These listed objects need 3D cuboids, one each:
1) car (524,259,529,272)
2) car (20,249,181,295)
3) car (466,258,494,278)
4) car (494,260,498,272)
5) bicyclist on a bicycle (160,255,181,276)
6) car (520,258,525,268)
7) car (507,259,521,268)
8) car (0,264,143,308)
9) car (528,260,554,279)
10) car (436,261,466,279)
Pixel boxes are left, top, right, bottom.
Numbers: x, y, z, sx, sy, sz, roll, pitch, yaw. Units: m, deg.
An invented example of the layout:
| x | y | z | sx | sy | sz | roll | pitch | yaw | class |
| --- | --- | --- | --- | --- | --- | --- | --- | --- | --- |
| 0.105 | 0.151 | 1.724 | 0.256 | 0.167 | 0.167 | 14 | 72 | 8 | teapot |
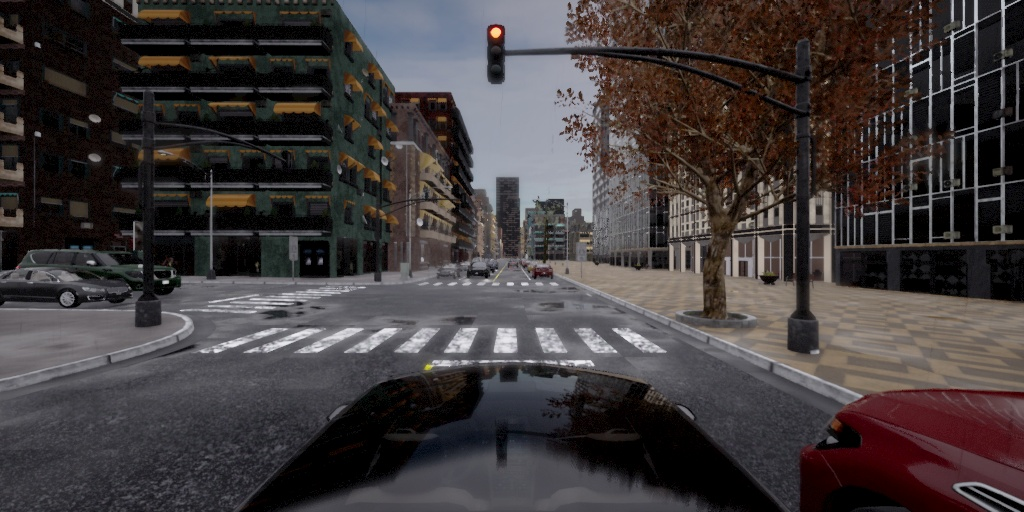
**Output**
| x | y | z | sx | sy | sz | roll | pitch | yaw | class |
| --- | --- | --- | --- | --- | --- | --- | --- | --- | --- |
| 2.740 | 1.295 | 43.580 | 1.751 | 1.417 | 4.829 | 0 | 0 | 0 | car |
| -17.771 | 0.746 | 15.535 | 5.566 | 2.045 | 2.150 | 1 | 0 | 0 | car |
| -3.057 | 1.239 | 33.638 | 1.882 | 1.535 | 5.008 | 0 | 0 | 0 | car |
| -3.032 | 1.371 | 43.663 | 1.895 | 1.301 | 4.718 | 0 | 0 | 0 | car |
| -23.142 | 0.760 | 24.220 | 0.582 | 1.620 | 1.656 | 1 | 0 | -1 | bicyclist on a bicycle |
| 2.759 | 1.371 | 60.008 | 1.802 | 1.307 | 4.207 | 0 | 0 | 0 | car |
| 0.174 | 1.285 | 63.491 | 2.128 | 1.511 | 4.902 | 0 | 0 | 0 | car |
| -16.422 | 1.091 | 12.952 | 4.403 | 1.370 | 2.007 | 0 | 0 | -1 | car |
| 2.727 | 1.305 | 32.345 | 1.888 | 1.381 | 4.507 | 0 | 0 | 0 | car |
| -5.653 | 1.310 | 32.355 | 2.007 | 1.370 | 4.403 | 0 | 0 | 0 | car |
